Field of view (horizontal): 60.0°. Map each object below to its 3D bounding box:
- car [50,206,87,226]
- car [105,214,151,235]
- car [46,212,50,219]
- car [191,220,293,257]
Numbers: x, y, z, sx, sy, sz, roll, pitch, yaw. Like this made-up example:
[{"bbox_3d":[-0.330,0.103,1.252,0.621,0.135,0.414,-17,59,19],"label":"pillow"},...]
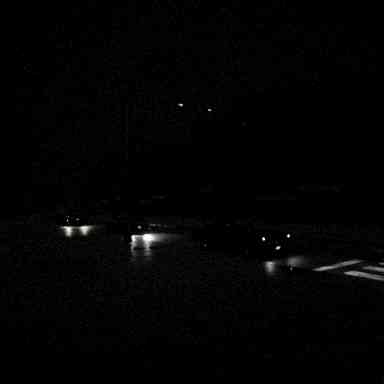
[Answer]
[{"bbox_3d":[-13.075,2.486,35.589,2.150,2.045,5.566,0,-2,-35],"label":"car"},{"bbox_3d":[-4.666,2.260,23.862,1.994,1.385,4.181,0,-2,-35],"label":"car"},{"bbox_3d":[-21.576,3.603,52.454,1.994,1.385,4.181,0,-2,-36],"label":"car"},{"bbox_3d":[2.014,1.898,14.552,1.895,1.301,4.718,0,-2,-36],"label":"car"}]
